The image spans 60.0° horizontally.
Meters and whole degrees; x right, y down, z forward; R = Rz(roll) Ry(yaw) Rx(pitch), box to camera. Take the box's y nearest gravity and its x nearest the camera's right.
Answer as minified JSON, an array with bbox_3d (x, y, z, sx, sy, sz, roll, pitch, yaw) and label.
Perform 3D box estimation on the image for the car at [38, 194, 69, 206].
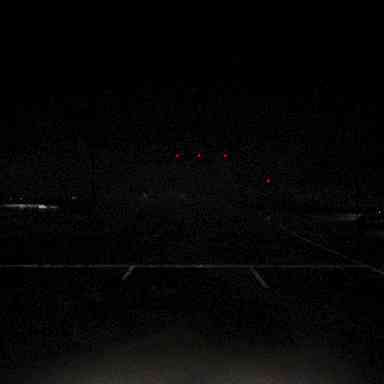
[{"bbox_3d":[-21.121,1.150,50.873,2.097,1.767,4.553,0,0,0],"label":"car"}]

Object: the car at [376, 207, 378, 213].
[{"bbox_3d":[19.457,1.441,29.502,5.357,1.411,2.033,0,0,7],"label":"car"}]

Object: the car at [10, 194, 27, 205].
[{"bbox_3d":[-28.102,1.132,55.054,2.097,1.767,4.553,0,0,0],"label":"car"}]

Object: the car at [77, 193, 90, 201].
[{"bbox_3d":[-24.983,1.040,76.850,2.097,1.767,4.553,0,0,-7],"label":"car"}]

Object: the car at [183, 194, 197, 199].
[{"bbox_3d":[-0.168,1.201,94.674,1.895,1.301,4.718,0,0,-18],"label":"car"}]

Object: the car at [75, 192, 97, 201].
[{"bbox_3d":[-21.040,1.234,66.138,1.837,1.490,4.892,0,0,0],"label":"car"}]

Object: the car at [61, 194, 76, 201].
[{"bbox_3d":[-28.583,1.223,77.259,2.033,1.411,5.357,0,0,-7],"label":"car"}]

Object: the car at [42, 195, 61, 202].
[{"bbox_3d":[-28.043,1.325,66.652,1.895,1.301,4.718,0,0,0],"label":"car"}]

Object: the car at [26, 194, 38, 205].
[{"bbox_3d":[-24.612,1.309,54.328,1.812,1.442,4.674,0,0,0],"label":"car"}]

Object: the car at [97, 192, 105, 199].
[{"bbox_3d":[-21.411,0.913,76.156,2.150,2.045,5.566,0,0,-3],"label":"car"}]

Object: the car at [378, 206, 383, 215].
[{"bbox_3d":[17.649,1.260,26.079,4.553,1.767,2.097,0,0,6],"label":"car"}]

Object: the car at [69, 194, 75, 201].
[{"bbox_3d":[-24.542,1.228,66.925,1.837,1.490,4.892,0,0,0],"label":"car"}]
